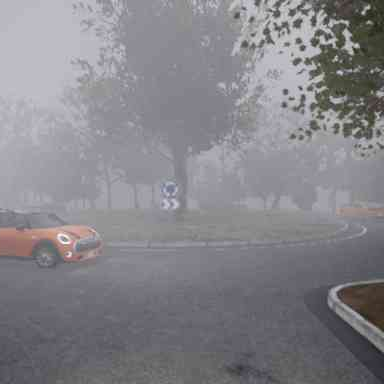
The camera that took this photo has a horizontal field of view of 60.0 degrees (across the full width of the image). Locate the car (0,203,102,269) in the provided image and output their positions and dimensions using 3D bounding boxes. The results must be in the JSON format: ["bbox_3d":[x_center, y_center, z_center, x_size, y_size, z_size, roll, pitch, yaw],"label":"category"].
[{"bbox_3d":[-5.327,1.398,11.213,4.553,1.767,2.097,0,-1,18],"label":"car"}]

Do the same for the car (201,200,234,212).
[{"bbox_3d":[3.201,1.735,41.996,4.181,1.385,1.994,0,0,20],"label":"car"}]

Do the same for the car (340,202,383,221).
[{"bbox_3d":[14.470,1.593,28.270,1.882,1.535,5.008,0,0,-3],"label":"car"}]
